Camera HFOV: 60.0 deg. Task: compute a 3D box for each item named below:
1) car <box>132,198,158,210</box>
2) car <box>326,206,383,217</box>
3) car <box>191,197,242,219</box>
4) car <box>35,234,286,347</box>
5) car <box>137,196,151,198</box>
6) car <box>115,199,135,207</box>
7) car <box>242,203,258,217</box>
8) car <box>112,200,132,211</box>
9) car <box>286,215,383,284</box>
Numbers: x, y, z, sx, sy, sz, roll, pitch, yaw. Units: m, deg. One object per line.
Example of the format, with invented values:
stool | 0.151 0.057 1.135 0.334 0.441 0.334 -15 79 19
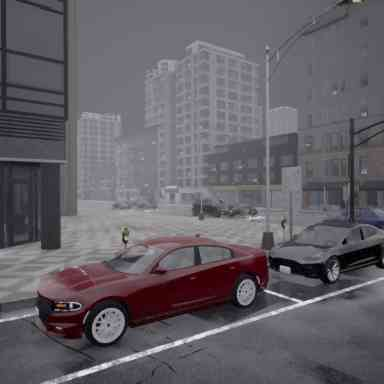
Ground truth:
car | -7.284 2.099 53.222 1.837 1.490 4.892 0 -1 -35
car | 11.262 1.702 21.296 2.033 1.411 5.357 0 -1 -35
car | 2.153 1.581 34.160 2.150 2.045 5.566 0 0 -35
car | -0.496 1.544 6.299 4.507 1.381 1.887 0 0 -35
car | -10.320 1.927 68.998 2.150 2.045 5.566 0 0 -35
car | -13.858 2.283 68.377 2.033 1.411 5.357 0 0 -35
car | 5.080 1.902 35.656 1.994 1.385 4.181 0 0 -35
car | -11.258 2.144 53.250 1.837 1.490 4.892 0 -1 -35
car | 4.099 1.564 9.576 4.313 1.339 1.947 0 0 -35
